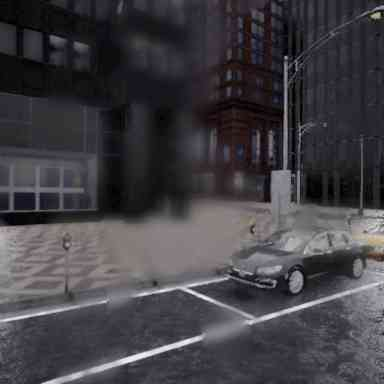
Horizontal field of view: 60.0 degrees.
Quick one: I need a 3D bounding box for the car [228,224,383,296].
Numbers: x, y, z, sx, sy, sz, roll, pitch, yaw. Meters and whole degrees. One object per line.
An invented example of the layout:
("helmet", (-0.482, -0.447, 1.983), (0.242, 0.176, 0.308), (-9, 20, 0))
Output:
("car", (2.902, 1.623, 8.718), (4.403, 1.369, 2.008), (1, 0, -36))
